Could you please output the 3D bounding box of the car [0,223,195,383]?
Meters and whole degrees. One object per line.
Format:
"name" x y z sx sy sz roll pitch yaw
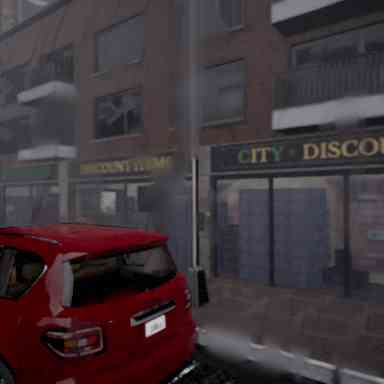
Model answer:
"car" -2.286 1.359 4.508 5.009 1.841 2.192 -1 0 36
